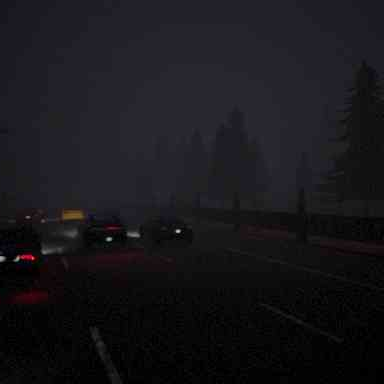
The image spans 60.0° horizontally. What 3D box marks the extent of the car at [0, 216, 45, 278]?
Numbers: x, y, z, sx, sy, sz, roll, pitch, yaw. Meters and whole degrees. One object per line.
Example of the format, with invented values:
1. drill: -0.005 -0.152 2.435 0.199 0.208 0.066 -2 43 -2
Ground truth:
1. car: -5.720 1.727 10.405 2.033 1.411 5.357 1 -1 -24

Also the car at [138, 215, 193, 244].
1. car: -1.529 1.925 18.094 1.994 1.385 4.181 1 -1 -25

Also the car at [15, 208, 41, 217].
1. car: -14.248 2.064 29.030 1.994 1.385 4.181 1 -1 -24

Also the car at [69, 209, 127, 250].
1. car: -4.481 1.794 16.135 2.128 1.511 4.902 1 -1 -24

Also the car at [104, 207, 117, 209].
1. car: -7.816 2.160 31.793 1.994 1.385 4.181 1 -1 -24

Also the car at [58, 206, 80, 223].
1. car: -11.464 2.042 31.365 1.882 1.535 5.008 1 -1 -24
